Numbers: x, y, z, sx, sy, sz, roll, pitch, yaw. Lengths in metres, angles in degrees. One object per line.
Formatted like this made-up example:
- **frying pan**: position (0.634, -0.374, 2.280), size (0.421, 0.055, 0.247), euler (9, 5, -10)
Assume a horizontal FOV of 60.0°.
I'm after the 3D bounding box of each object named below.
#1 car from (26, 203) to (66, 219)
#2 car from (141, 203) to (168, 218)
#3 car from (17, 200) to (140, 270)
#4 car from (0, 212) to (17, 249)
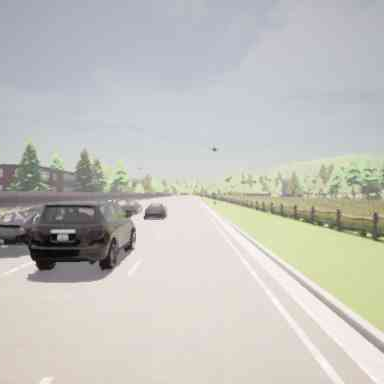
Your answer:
- **car**: position (-13.898, 1.757, 31.869), size (1.994, 1.385, 4.181), euler (0, 0, 0)
- **car**: position (-3.401, 1.758, 32.045), size (1.994, 1.385, 4.181), euler (0, 0, 0)
- **car**: position (-3.401, 1.293, 11.436), size (2.150, 2.045, 5.566), euler (0, 0, 0)
- **car**: position (-6.901, 1.579, 14.389), size (2.128, 1.511, 4.902), euler (0, 0, 0)
